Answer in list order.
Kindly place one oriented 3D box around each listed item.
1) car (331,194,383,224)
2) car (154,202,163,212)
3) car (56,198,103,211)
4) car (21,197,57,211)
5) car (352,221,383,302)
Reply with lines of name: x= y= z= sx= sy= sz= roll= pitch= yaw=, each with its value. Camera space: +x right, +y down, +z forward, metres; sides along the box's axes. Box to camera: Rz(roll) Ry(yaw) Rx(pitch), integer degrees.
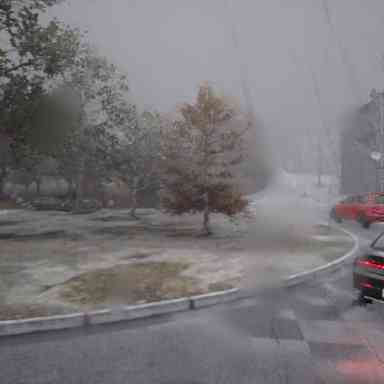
car: x=10.994 y=1.122 z=21.191 sx=2.150 sy=2.045 sz=5.566 roll=0 pitch=0 yaw=-3
car: x=-1.878 y=1.455 z=37.403 sx=4.902 sy=1.511 sz=2.128 roll=0 pitch=0 yaw=21
car: x=-12.408 y=1.440 z=37.471 sx=4.674 sy=1.442 sz=1.812 roll=0 pitch=0 yaw=-17
car: x=-17.220 y=1.358 z=38.850 sx=4.892 sy=1.490 sz=1.837 roll=1 pitch=-1 yaw=-26
car: x=5.213 y=1.469 z=7.119 sx=4.892 sy=1.490 sz=1.837 roll=0 pitch=1 yaw=-40
